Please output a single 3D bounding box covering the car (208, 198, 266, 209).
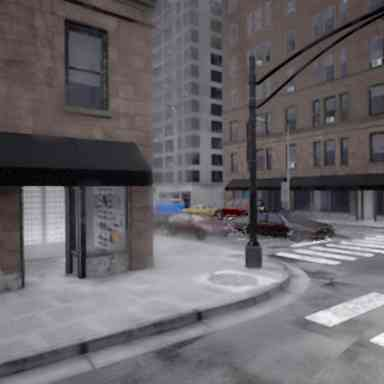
[{"bbox_3d":[3.953,1.458,27.346,2.192,1.841,5.009,-2,0,-36],"label":"car"}]

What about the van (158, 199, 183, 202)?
[{"bbox_3d":[-2.441,1.626,36.306,1.690,1.788,3.998,-2,0,-36],"label":"van"}]

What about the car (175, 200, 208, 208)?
[{"bbox_3d":[0.662,1.741,31.966,1.752,1.417,4.829,-2,0,-36],"label":"car"}]

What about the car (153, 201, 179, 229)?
[{"bbox_3d":[-2.981,1.671,22.393,1.967,1.590,4.097,-2,0,-36],"label":"car"}]

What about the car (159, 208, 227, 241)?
[{"bbox_3d":[0.220,1.743,17.913,1.802,1.307,4.206,-2,0,-36],"label":"car"}]

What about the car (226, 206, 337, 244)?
[{"bbox_3d":[4.395,1.642,16.834,2.033,1.411,5.357,-1,0,-36],"label":"car"}]
